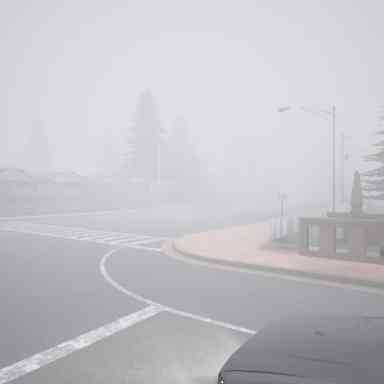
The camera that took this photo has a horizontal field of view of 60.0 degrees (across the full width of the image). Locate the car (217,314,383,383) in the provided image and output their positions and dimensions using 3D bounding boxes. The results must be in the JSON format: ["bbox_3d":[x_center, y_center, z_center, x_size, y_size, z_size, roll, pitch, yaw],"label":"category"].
[{"bbox_3d":[2.746,1.550,2.016,5.357,1.411,2.033,0,0,36],"label":"car"}]
